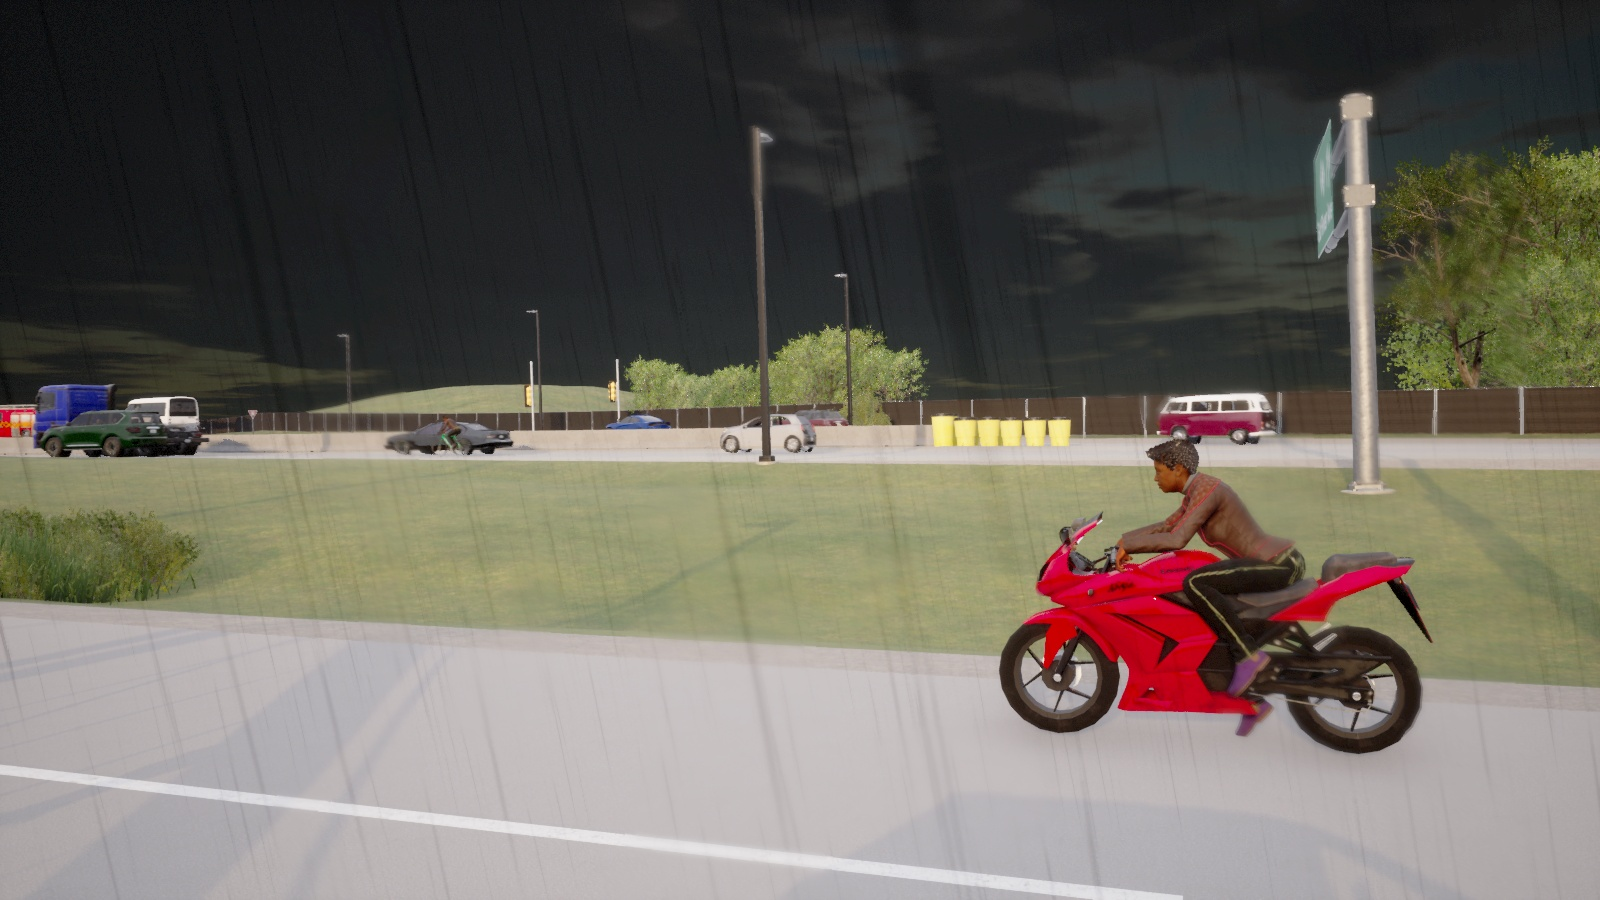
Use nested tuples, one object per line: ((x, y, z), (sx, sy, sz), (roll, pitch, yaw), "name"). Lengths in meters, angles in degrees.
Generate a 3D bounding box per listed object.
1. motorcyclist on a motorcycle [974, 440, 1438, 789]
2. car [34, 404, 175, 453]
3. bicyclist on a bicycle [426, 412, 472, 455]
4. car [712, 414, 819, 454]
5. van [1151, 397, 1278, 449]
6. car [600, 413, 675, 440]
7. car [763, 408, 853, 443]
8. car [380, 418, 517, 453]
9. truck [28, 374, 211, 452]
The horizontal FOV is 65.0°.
((1.956, 0.718, 6.226), (2.044, 1.523, 0.797), (0, 1, 19), "motorcyclist on a motorcycle")
((-30.042, -0.906, 54.273), (5.566, 2.045, 2.150), (0, 1, 19), "car")
((-13.569, -0.637, 48.531), (1.656, 1.620, 0.582), (0, 1, 19), "bicyclist on a bicycle")
((-1.304, -0.605, 47.961), (3.633, 1.501, 1.845), (0, 1, 19), "car")
((16.914, -1.108, 51.355), (4.480, 2.038, 2.069), (1, 2, 39), "van")
((-9.935, -1.450, 76.516), (1.882, 1.535, 5.008), (-2, 2, -44), "car")
((0.381, -1.311, 65.962), (4.553, 1.767, 2.097), (1, 2, 44), "car")
((-14.733, -0.596, 52.645), (5.357, 1.411, 2.033), (0, 1, 19), "car")
((-31.704, -1.663, 58.548), (7.936, 3.462, 2.891), (0, 1, 19), "truck")
